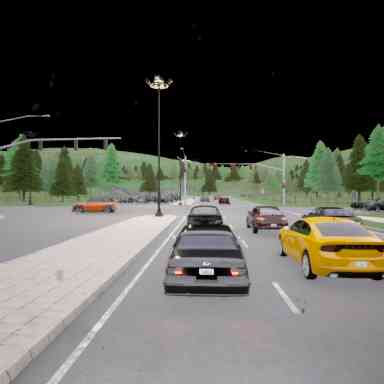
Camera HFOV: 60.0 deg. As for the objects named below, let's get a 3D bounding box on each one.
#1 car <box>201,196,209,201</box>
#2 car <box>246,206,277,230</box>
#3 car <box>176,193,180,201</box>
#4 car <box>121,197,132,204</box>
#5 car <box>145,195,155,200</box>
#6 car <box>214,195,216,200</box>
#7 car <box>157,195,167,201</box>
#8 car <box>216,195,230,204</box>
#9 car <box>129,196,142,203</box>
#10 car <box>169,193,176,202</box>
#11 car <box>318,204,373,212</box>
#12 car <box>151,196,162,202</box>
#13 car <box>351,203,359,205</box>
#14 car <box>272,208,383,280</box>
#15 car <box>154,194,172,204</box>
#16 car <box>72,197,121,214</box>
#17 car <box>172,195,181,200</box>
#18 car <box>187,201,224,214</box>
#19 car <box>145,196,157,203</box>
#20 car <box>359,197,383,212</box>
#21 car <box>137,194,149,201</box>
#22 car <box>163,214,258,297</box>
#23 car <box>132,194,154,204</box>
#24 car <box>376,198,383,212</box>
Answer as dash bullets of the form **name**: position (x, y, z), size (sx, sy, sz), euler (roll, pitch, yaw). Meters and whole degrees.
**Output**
- **car**: position (3.088, 1.553, 78.825), size (1.994, 1.385, 4.181), euler (0, 0, 2)
- **car**: position (4.263, 1.526, 19.192), size (1.812, 1.442, 4.674), euler (0, 0, 3)
- **car**: position (-4.770, 1.225, 82.608), size (2.150, 2.045, 5.566), euler (0, 0, 2)
- **car**: position (-12.578, 1.564, 63.414), size (1.994, 1.385, 4.181), euler (0, 0, 3)
- **car**: position (-11.433, 1.539, 91.125), size (2.033, 1.411, 5.357), euler (0, 0, 2)
- **car**: position (7.193, 1.552, 93.481), size (1.994, 1.385, 4.181), euler (0, 0, 3)
- **car**: position (-8.002, 1.525, 89.361), size (2.128, 1.511, 4.902), euler (0, 0, 2)
- **car**: position (6.002, 1.477, 62.545), size (1.882, 1.535, 5.008), euler (0, 0, 3)
- **car**: position (-12.195, 1.524, 72.034), size (1.812, 1.442, 4.674), euler (0, 0, 2)
- **car**: position (-5.178, 1.355, 72.316), size (2.097, 1.767, 4.553), euler (0, 0, 2)
- **car**: position (7.749, 1.547, 18.808), size (2.033, 1.411, 5.357), euler (0, 0, 3)
- **car**: position (-8.406, 1.552, 79.235), size (1.994, 1.385, 4.181), euler (0, 0, 2)
- **car**: position (22.540, 1.601, 41.835), size (4.718, 1.301, 1.895), euler (0, 0, 3)
- **car**: position (3.934, 1.478, 9.973), size (1.882, 1.535, 5.008), euler (0, 0, 3)
- **car**: position (-5.580, 1.601, 63.382), size (1.895, 1.301, 4.718), euler (0, 0, 3)
- **car**: position (-10.206, 1.352, 35.011), size (4.553, 1.767, 2.097), euler (0, 0, 0)
- **car**: position (-4.341, 1.533, 93.011), size (2.033, 1.411, 5.357), euler (0, 0, 3)
- **car**: position (0.729, 1.478, 18.586), size (1.882, 1.535, 5.008), euler (0, 0, 3)
- **car**: position (-8.728, 1.552, 71.123), size (1.994, 1.385, 4.181), euler (0, 0, 2)
- **car**: position (22.318, 1.352, 38.342), size (4.553, 1.767, 2.097), euler (0, 0, 3)
- **car**: position (-11.843, 1.355, 80.891), size (2.097, 1.767, 4.553), euler (0, 0, 2)
- **car**: position (0.379, 1.547, 8.766), size (2.033, 1.411, 5.357), euler (0, 0, 2)
- **car**: position (-9.140, 1.491, 62.272), size (2.128, 1.511, 4.902), euler (0, 0, 3)
- **car**: position (22.422, 1.601, 34.829), size (4.718, 1.301, 1.895), euler (0, 0, 3)
